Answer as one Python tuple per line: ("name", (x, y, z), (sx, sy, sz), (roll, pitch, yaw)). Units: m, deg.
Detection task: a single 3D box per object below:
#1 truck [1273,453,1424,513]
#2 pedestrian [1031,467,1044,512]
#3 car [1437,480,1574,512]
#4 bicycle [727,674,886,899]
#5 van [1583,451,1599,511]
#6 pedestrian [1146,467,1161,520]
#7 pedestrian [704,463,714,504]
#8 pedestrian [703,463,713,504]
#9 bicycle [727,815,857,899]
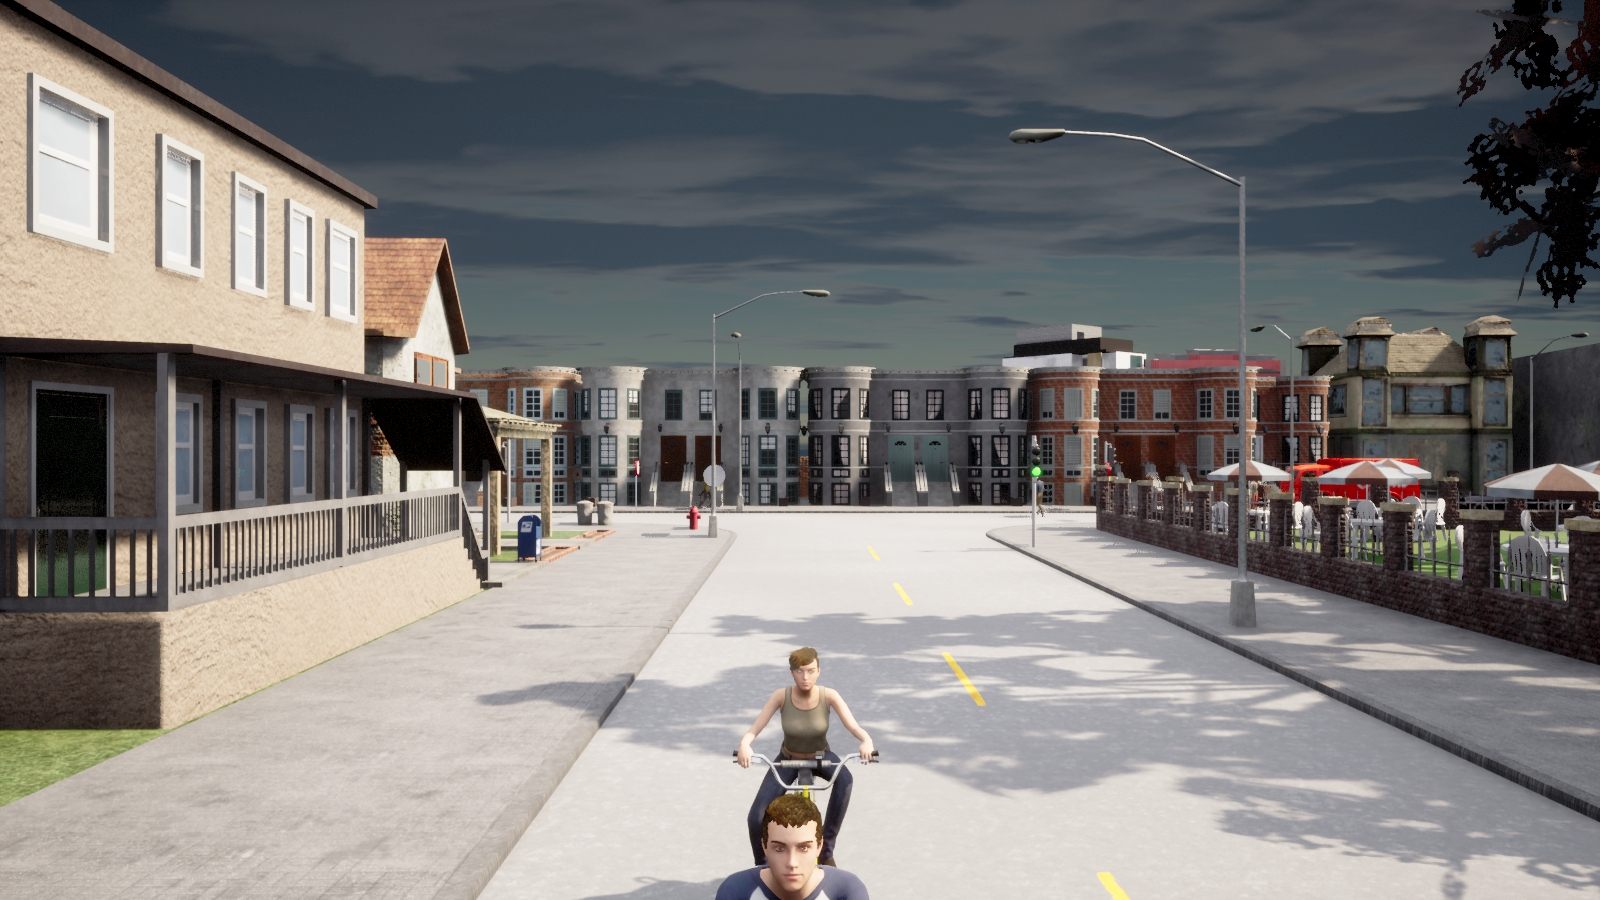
("truck", (23.374, 1.365, 48.875), (5.204, 2.467, 2.627), (0, 0, 0))
("pedestrian", (9.994, 1.648, 48.123), (0.375, 1.860, 0.375), (0, 0, -20))
("car", (30.125, 1.955, 48.889), (4.718, 1.301, 1.895), (0, 0, 0))
("bicycle", (0.033, 2.040, 6.906), (0.859, 1.080, 1.487), (0, 0, 0))
("van", (37.194, 1.334, 48.909), (5.915, 2.561, 1.988), (0, 0, 1))
("pedestrian", (12.402, 1.532, 40.086), (0.375, 1.860, 0.375), (0, 0, 0))
("pedestrian", (-4.170, 1.546, 52.206), (0.375, 1.860, 0.375), (0, 0, 14))
("pedestrian", (-4.251, 1.546, 52.959), (0.375, 1.860, 0.375), (0, 0, 15))
("bicycle", (-0.022, 1.938, 3.212), (0.373, 1.296, 1.643), (0, 0, 0))
